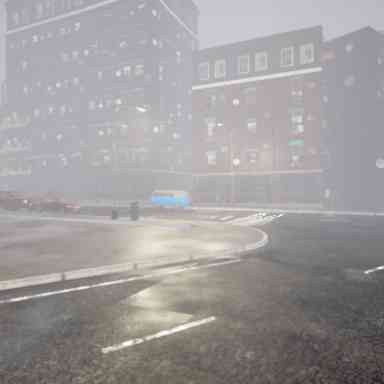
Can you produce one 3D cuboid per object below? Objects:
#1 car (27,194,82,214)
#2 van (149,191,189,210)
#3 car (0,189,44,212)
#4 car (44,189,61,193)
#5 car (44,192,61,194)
[{"bbox_3d":[-10.898,1.066,27.033,4.206,1.307,1.802,1,0,24],"label":"car"},{"bbox_3d":[-2.210,0.767,32.293,3.998,1.788,1.690,1,0,24],"label":"van"},{"bbox_3d":[-16.024,0.737,29.361,5.009,1.841,2.192,1,0,24],"label":"car"},{"bbox_3d":[-17.595,0.554,39.276,5.009,1.841,2.192,1,0,24],"label":"car"},{"bbox_3d":[-14.525,0.991,31.510,4.718,1.301,1.895,1,1,24],"label":"car"}]
